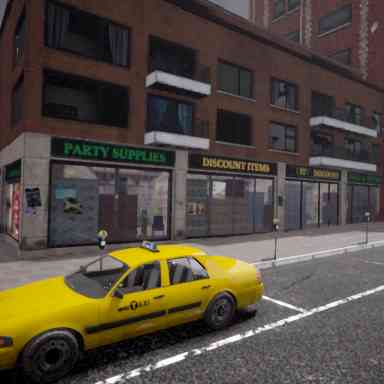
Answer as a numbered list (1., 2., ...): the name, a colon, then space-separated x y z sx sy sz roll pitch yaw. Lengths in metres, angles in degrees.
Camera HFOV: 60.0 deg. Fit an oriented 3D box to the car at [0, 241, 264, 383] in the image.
1. car: -0.937 1.527 5.404 4.829 1.417 1.752 0 2 -35
